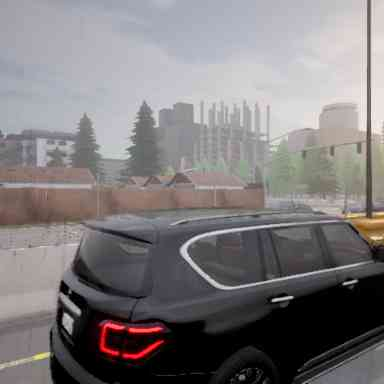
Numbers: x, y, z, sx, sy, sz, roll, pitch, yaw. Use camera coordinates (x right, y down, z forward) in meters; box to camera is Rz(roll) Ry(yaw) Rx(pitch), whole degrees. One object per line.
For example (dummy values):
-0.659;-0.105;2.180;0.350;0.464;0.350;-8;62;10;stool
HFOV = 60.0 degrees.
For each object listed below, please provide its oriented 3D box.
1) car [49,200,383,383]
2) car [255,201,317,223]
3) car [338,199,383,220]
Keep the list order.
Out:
1.079;1.225;4.512;5.566;2.045;2.150;-1;0;-36;car
7.515;1.492;26.435;4.902;1.511;2.128;0;0;-35;car
13.855;1.330;26.609;4.674;1.442;1.812;0;0;-35;car
